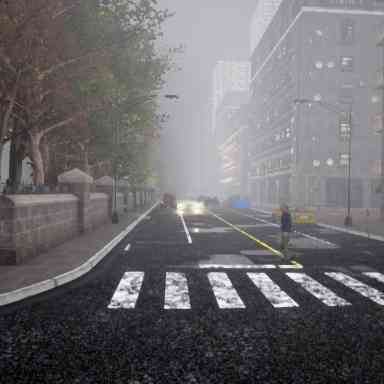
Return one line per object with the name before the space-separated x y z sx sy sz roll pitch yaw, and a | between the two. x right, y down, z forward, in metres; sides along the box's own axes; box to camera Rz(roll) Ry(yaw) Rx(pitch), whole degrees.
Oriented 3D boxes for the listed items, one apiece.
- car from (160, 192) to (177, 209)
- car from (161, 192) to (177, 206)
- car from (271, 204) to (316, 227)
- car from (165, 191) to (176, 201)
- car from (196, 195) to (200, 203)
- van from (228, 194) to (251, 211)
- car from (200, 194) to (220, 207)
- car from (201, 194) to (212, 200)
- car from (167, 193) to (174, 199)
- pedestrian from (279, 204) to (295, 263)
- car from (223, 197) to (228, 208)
car | -2.679 1.139 38.286 1.967 1.590 4.097 1 0 -3
car | -3.336 0.953 49.343 2.192 1.841 5.009 1 0 -3
car | 6.662 1.470 22.371 1.752 1.417 4.829 1 0 -3
car | -4.655 0.833 71.458 2.192 1.841 5.009 1 0 -3
car | 1.862 1.217 59.248 1.812 1.442 4.674 1 0 -3
van | 5.687 1.192 38.788 1.690 1.788 3.998 1 0 -3
car | 2.660 1.251 45.850 2.128 1.511 4.902 1 0 -3
car | 3.373 1.193 77.490 2.008 1.369 4.403 1 0 -3
car | -5.651 0.999 88.045 1.947 1.339 4.313 1 0 -3
pedestrian | 2.881 1.226 10.213 0.375 1.860 0.375 1 0 -3
car | 5.355 1.261 44.317 1.967 1.590 4.097 1 0 -3
